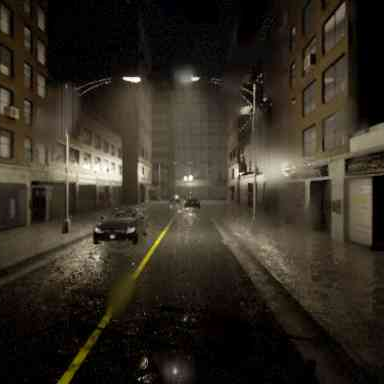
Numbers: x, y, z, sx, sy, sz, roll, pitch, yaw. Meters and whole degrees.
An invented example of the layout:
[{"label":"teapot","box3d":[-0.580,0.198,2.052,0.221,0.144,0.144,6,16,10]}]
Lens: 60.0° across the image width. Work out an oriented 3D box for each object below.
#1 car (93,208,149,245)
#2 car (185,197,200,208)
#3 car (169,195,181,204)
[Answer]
[{"label":"car","box3d":[-3.109,1.470,15.331,1.812,1.442,4.674,0,0,0]},{"label":"car","box3d":[0.075,1.420,45.321,1.994,1.385,4.181,0,0,0]},{"label":"car","box3d":[-3.035,1.356,59.869,2.128,1.511,4.902,0,0,0]}]
